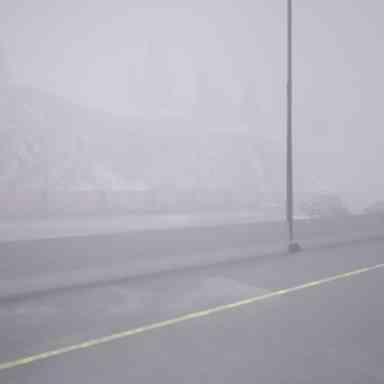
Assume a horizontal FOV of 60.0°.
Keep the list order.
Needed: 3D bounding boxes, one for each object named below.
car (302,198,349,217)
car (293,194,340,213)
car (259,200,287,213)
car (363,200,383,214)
[{"bbox_3d":[12.273,1.544,29.936,4.181,1.385,1.994,0,0,-35],"label":"car"},{"bbox_3d":[13.654,1.200,35.217,5.566,2.045,2.150,0,0,-35],"label":"car"},{"bbox_3d":[9.584,1.579,36.617,4.718,1.301,1.895,0,0,-35],"label":"car"},{"bbox_3d":[16.757,1.485,28.830,4.892,1.490,1.837,1,0,-35],"label":"car"}]
